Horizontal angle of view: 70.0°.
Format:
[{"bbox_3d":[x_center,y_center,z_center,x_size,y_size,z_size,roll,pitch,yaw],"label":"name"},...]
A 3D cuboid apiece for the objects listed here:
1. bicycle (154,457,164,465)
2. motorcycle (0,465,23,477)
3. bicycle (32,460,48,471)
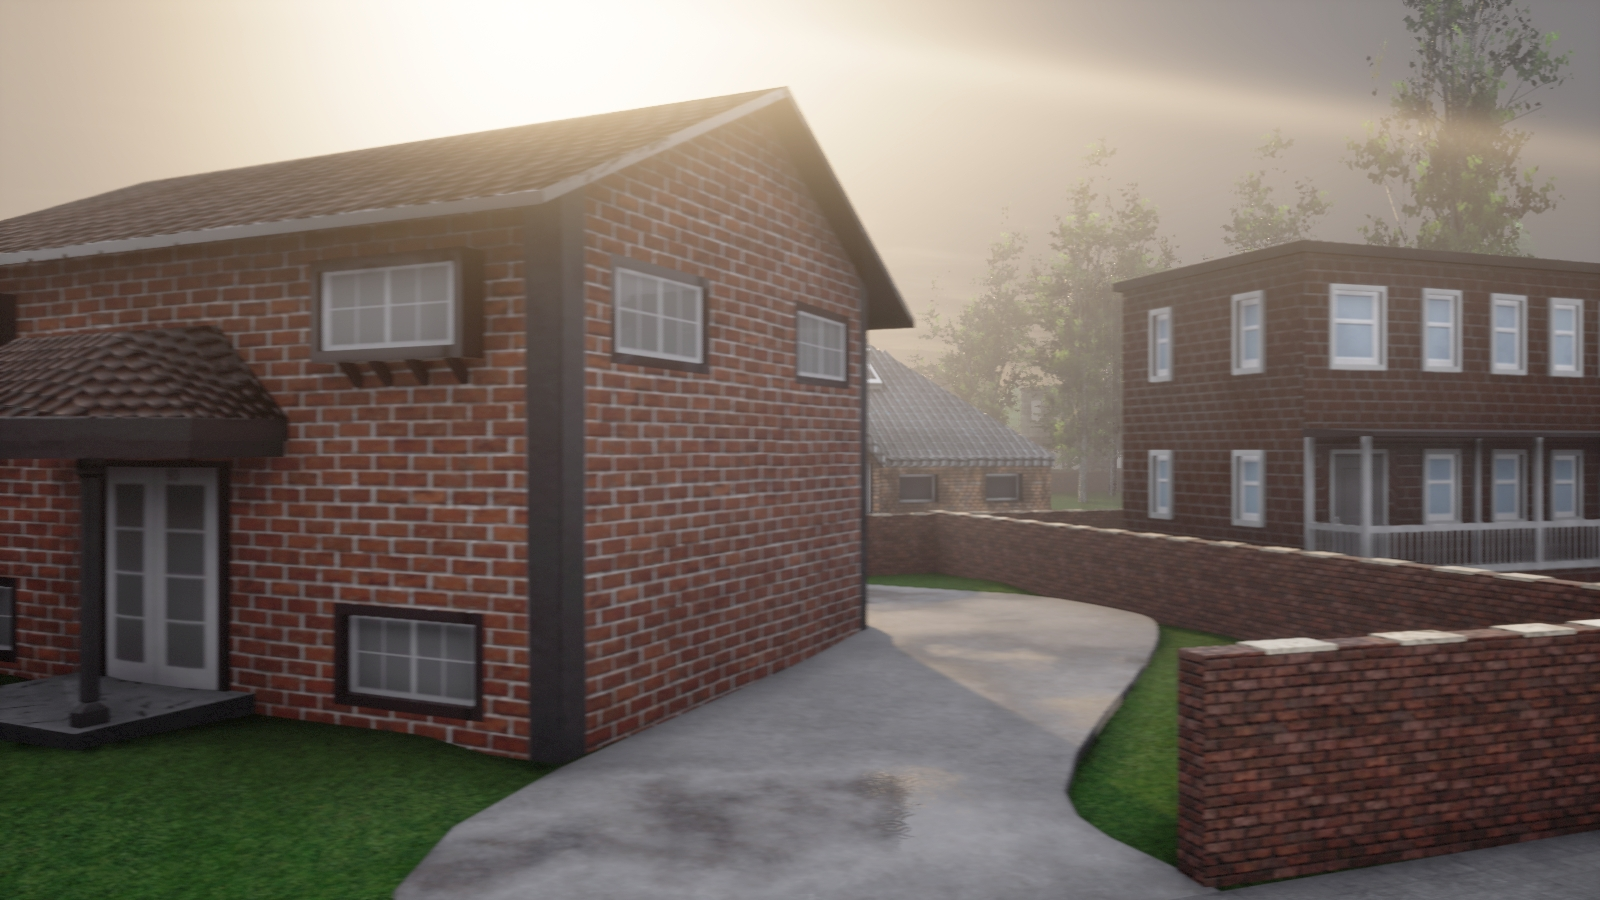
[{"bbox_3d":[-123.320,2.071,219.772,1.643,1.496,0.373,0,0,-20],"label":"bicycle"},{"bbox_3d":[-82.886,2.200,119.987,2.033,1.199,0.803,0,0,-20],"label":"motorcycle"},{"bbox_3d":[-104.469,2.077,156.996,1.835,1.471,0.329,0,0,-20],"label":"bicycle"}]
